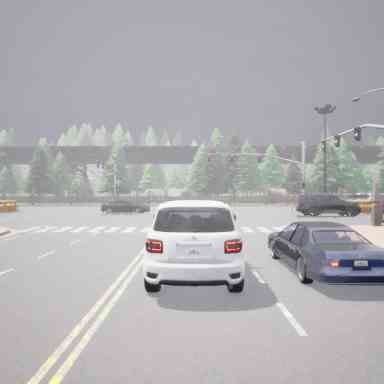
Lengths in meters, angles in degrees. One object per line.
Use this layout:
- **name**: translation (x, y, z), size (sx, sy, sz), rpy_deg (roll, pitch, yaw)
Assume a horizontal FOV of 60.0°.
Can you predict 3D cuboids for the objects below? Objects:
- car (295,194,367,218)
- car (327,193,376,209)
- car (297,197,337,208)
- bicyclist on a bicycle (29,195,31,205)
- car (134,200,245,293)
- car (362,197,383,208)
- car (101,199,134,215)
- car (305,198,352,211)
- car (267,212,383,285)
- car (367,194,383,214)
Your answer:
- **car**: translation (12.212, 1.223, 30.059), size (5.566, 2.045, 2.150), rpy_deg (0, 0, 0)
- **car**: translation (21.120, 1.221, 44.210), size (5.566, 2.045, 2.150), rpy_deg (0, 0, 0)
- **car**: translation (17.834, 1.477, 47.728), size (5.008, 1.535, 1.882), rpy_deg (0, 0, 0)
- **bicyclist on a bicycle**: translation (-27.009, 1.300, 55.766), size (0.582, 1.620, 1.656), rpy_deg (0, 0, 0)
- **car**: translation (0.068, 1.221, 9.018), size (2.150, 2.045, 5.566), rpy_deg (0, 0, 1)
- **car**: translation (27.327, 1.505, 47.680), size (4.892, 1.490, 1.837), rpy_deg (0, 0, 0)
- **car**: translation (-6.724, 1.505, 33.667), size (4.892, 1.490, 1.837), rpy_deg (0, 0, 0)
- **car**: translation (16.677, 1.491, 40.734), size (4.902, 1.511, 2.128), rpy_deg (0, 0, 0)
- **car**: translation (3.577, 1.547, 9.506), size (2.033, 1.411, 5.357), rpy_deg (0, 0, 0)
- **car**: translation (20.629, 1.351, 33.512), size (4.553, 1.767, 2.097), rpy_deg (0, 0, 0)
